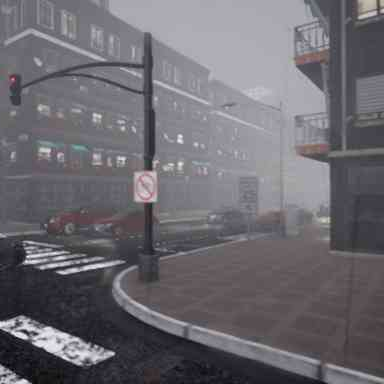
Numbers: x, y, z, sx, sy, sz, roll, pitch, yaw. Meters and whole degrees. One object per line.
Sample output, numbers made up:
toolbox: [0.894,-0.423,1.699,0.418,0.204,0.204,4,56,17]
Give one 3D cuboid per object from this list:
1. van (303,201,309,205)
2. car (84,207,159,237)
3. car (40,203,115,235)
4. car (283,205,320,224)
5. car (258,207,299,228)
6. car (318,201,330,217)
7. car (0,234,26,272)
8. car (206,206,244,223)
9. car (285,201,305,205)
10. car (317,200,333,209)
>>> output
van: [19.152,2.490,58.290,1.690,1.788,3.998,-2,-2,35]
car: [-3.974,1.851,20.636,1.812,1.442,4.674,0,-1,36]
car: [-6.884,1.628,21.012,2.192,1.841,5.009,-2,-2,35]
car: [9.759,2.135,30.257,2.008,1.369,4.403,-2,-2,35]
car: [6.505,2.062,25.595,1.802,1.307,4.206,-2,-2,35]
car: [16.267,2.233,39.578,1.967,1.590,4.097,-2,-2,35]
car: [-6.055,1.602,8.814,1.994,1.385,4.181,1,-1,-8]
car: [3.136,2.043,30.802,2.128,1.511,4.902,0,-1,35]
car: [13.381,2.384,45.368,1.837,1.490,4.892,0,-2,35]
car: [28.914,2.782,72.271,2.192,1.841,5.009,-2,-2,35]
